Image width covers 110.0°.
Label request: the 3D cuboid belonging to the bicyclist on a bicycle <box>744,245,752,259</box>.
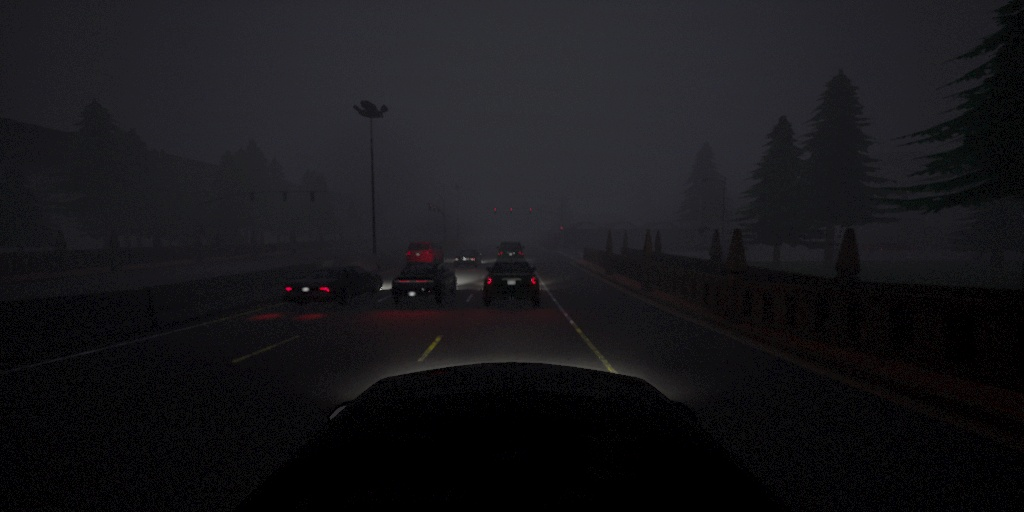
[{"bbox_3d":[22.057,-0.455,34.248,0.582,1.620,1.656,-3,4,-35],"label":"bicyclist on a bicycle"}]

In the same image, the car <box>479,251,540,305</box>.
[{"bbox_3d":[-0.027,0.868,14.823,2.097,1.767,4.553,0,2,0],"label":"car"}]

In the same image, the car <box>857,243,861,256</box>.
[{"bbox_3d":[41.194,-0.790,41.598,5.008,1.535,1.882,0,4,2],"label":"car"}]

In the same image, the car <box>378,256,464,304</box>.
[{"bbox_3d":[-3.527,1.002,15.019,2.128,1.511,4.902,0,3,0],"label":"car"}]

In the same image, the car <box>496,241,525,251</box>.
[{"bbox_3d":[-0.111,-0.223,29.686,2.150,2.045,5.566,0,4,0],"label":"car"}]

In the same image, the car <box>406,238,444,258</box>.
[{"bbox_3d":[-7.111,-0.223,29.665,2.150,2.045,5.566,0,4,0],"label":"car"}]

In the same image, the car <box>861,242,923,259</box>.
[{"bbox_3d":[40.711,-0.675,38.111,4.553,1.767,2.097,0,4,2],"label":"car"}]

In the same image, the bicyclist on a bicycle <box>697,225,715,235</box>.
[{"bbox_3d":[18.630,-2.506,34.732,1.620,0.582,1.656,-1,-33,-25],"label":"bicyclist on a bicycle"}]

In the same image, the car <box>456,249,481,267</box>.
[{"bbox_3d":[-3.611,0.110,29.671,2.033,1.411,5.357,0,4,0],"label":"car"}]

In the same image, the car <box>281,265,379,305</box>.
[{"bbox_3d":[-7.027,1.072,14.700,2.033,1.411,5.357,0,3,0],"label":"car"}]

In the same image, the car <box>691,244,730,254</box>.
[{"bbox_3d":[25.442,-0.939,45.507,4.718,1.301,1.895,0,4,2],"label":"car"}]
